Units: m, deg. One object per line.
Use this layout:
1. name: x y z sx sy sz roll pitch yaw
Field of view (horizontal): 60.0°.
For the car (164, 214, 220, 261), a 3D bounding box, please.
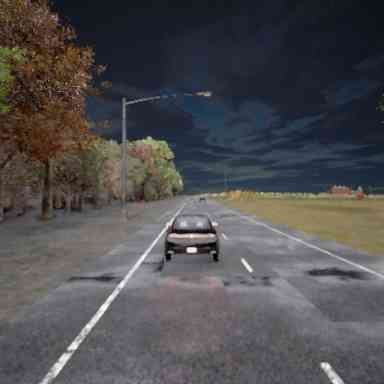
1. car: -0.005 1.599 12.684 2.128 1.511 4.902 0 0 0
